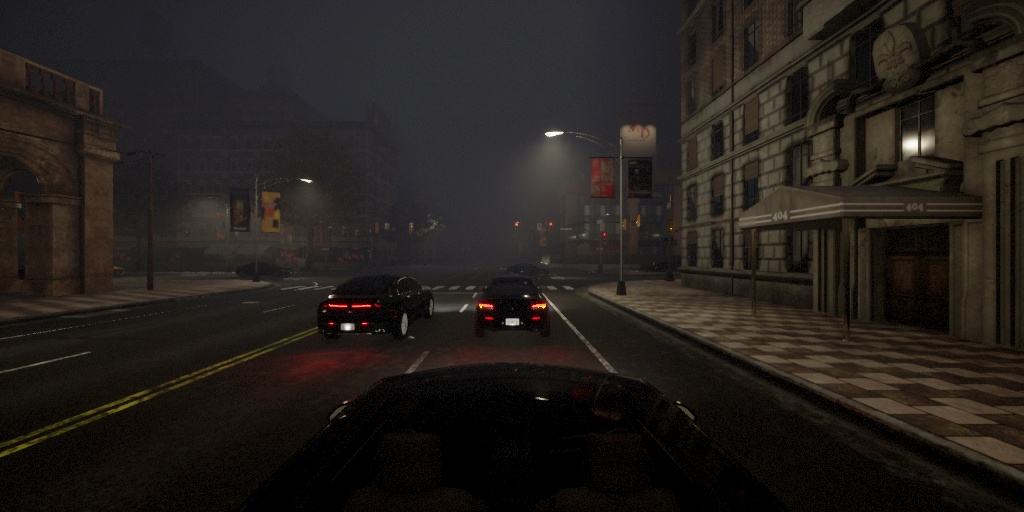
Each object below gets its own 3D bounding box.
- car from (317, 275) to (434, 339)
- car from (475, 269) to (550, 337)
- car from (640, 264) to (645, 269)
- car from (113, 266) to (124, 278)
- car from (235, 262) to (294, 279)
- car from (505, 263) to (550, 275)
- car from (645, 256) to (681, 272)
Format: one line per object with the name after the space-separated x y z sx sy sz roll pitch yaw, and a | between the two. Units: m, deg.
-3.494 1.255 10.036 1.837 1.490 4.892 0 0 0 | car
0.007 1.276 10.156 1.812 1.442 4.674 0 0 0 | car
19.999 1.297 47.848 5.357 1.411 2.033 0 0 0 | car
-38.167 1.228 32.429 5.008 1.535 1.882 0 0 0 | car
-22.372 1.275 32.490 4.674 1.442 1.812 0 0 0 | car
1.357 1.314 32.581 4.181 1.385 1.994 0 0 0 | car
19.991 0.971 44.331 5.566 2.045 2.150 0 0 1 | car
